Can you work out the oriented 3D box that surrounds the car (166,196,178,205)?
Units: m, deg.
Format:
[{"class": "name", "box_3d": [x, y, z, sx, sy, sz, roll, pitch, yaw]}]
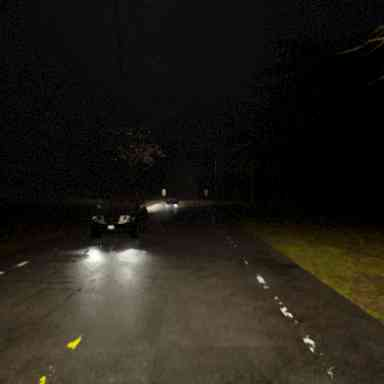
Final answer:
[{"class": "car", "box_3d": [-3.558, 1.518, 59.143, 1.812, 1.442, 4.674, 0, 0, 1]}]

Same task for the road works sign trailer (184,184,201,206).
[{"class": "road works sign trailer", "box_3d": [0.145, 0.448, 53.744, 2.380, 3.560, 2.880, 0, 0, -5]}]

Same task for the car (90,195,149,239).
[{"class": "car", "box_3d": [-3.594, 1.194, 17.450, 2.150, 2.045, 5.566, 0, 0, 0]}]
